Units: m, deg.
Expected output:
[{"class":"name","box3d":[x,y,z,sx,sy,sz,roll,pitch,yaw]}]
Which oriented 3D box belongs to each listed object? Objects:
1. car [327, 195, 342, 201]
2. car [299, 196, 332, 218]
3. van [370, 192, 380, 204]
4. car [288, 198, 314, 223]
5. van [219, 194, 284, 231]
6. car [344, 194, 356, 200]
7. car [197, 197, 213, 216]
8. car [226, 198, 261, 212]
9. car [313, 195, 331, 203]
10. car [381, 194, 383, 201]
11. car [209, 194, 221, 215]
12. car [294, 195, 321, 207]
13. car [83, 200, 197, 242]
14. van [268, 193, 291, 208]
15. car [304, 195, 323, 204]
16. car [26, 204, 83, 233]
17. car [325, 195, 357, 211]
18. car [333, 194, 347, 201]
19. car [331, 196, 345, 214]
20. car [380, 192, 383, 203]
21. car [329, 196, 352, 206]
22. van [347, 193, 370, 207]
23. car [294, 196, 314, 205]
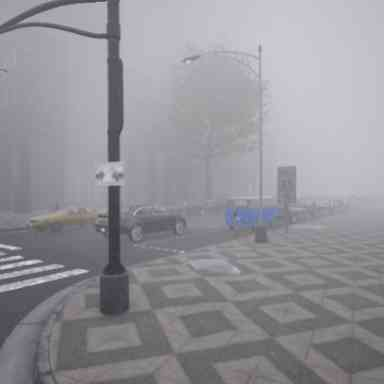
[{"class":"car","box3d":[29.973,1.244,69.935,2.008,1.369,4.403,0,0,36]},{"class":"car","box3d":[9.703,1.295,27.182,1.887,1.381,4.507,0,0,36]},{"class":"van","box3d":[28.677,1.011,53.543,1.690,1.788,3.998,0,0,36]},{"class":"car","box3d":[6.541,1.332,22.789,1.947,1.339,4.313,0,0,36]},{"class":"van","box3d":[3.378,1.123,18.395,1.690,1.788,3.998,0,0,36]},{"class":"car","box3d":[39.515,1.212,83.191,2.008,1.369,4.403,0,0,36]},{"class":"car","box3d":[-0.513,1.365,27.581,1.887,1.381,4.507,0,0,36]},{"class":"car","box3d":[5.667,1.342,36.167,2.008,1.369,4.403,0,0,36]},{"class":"car","box3d":[24.206,1.265,61.922,2.008,1.369,4.403,0,0,36]},{"class":"car","box3d":[43.515,1.167,74.156,2.008,1.369,4.403,0,0,36]},{"class":"car","box3d":[2.576,1.121,31.874,2.192,1.841,5.009,0,0,36]},{"class":"car","box3d":[15.948,1.230,45.726,2.128,1.511,4.902,0,0,36]},{"class":"car","box3d":[-2.181,1.308,15.405,2.128,1.511,4.902,0,0,36]},{"class":"van","box3d":[11.845,1.105,44.752,1.690,1.788,3.998,0,0,36]},{"class":"car","box3d":[21.016,1.252,57.492,1.752,1.417,4.829,0,0,36]},{"class":"car","box3d":[-6.798,1.378,18.860,1.752,1.417,4.829,0,0,36]},{"class":"car","box3d":[16.028,1.273,35.969,2.008,1.369,4.403,0,0,36]},{"class":"car","box3d":[33.153,1.227,74.353,1.887,1.381,4.507,0,0,36]},{"class":"car","box3d":[12.866,1.318,31.576,1.802,1.307,4.206,0,0,36]},{"class":"car","box3d":[31.939,1.183,58.074,1.752,1.417,4.829,0,0,36]},{"class":"car","box3d":[21.790,1.253,48.706,2.033,1.411,5.357,0,0,36]},{"class":"van","box3d":[22.352,1.036,44.756,1.690,1.788,3.998,0,0,36]},{"class":"car","box3d":[18.026,1.304,53.337,1.947,1.339,4.313,0,0,36]}]
